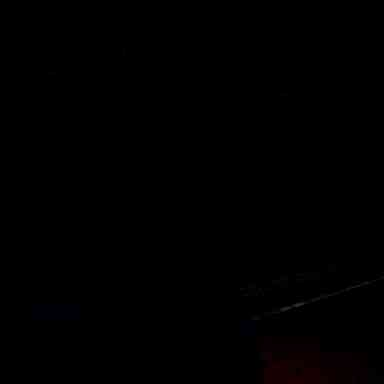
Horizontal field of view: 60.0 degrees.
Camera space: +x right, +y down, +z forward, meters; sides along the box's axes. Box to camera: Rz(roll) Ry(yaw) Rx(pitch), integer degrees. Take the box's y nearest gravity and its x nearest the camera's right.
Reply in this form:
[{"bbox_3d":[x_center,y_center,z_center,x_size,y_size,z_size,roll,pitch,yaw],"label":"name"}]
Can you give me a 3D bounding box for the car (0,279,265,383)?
[{"bbox_3d":[-1.696,1.478,2.167,5.008,1.535,1.882,0,0,-36],"label":"car"}]
